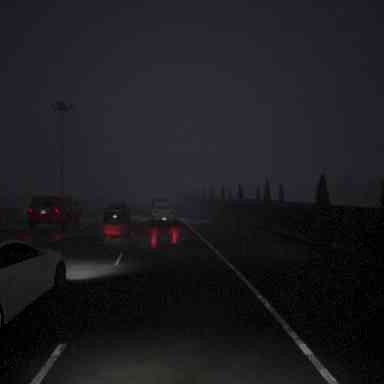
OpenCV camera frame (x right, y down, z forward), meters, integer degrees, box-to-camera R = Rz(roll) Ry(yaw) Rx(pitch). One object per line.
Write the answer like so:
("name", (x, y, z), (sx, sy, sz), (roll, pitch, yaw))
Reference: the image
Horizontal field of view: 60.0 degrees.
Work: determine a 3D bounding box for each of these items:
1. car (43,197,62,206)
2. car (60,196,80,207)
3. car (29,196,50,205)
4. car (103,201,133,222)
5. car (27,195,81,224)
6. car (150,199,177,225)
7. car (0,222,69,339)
("car", (-23.479, 1.576, 56.160), (1.812, 1.442, 4.674), (0, 0, -6))
("car", (-19.743, 1.518, 54.186), (1.882, 1.535, 5.008), (0, 0, -6))
("car", (-27.388, 1.537, 59.768), (1.882, 1.535, 5.008), (0, 0, -6))
("car", (-5.872, 1.515, 26.553), (1.837, 1.490, 4.892), (0, 0, -6))
("car", (-8.846, 1.240, 21.759), (2.150, 2.045, 5.566), (0, 0, -6))
("car", (-2.082, 1.526, 24.181), (1.812, 1.442, 4.674), (0, 0, -6))
("car", (-3.789, 1.534, 5.948), (1.812, 1.442, 4.674), (0, 0, -3))
